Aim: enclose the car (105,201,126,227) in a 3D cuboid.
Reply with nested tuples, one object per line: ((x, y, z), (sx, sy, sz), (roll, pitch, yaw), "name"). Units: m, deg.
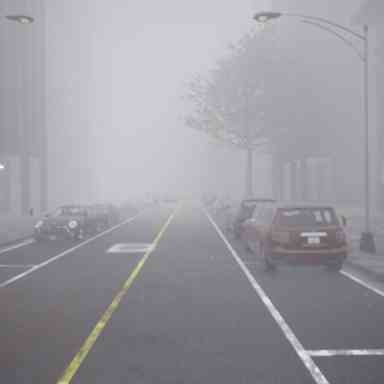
((-5.778, 1.405, 21.325), (1.887, 1.381, 4.507), (-1, 1, 0), "car")

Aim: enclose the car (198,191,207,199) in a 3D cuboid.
((2.548, 0.784, 55.193), (2.192, 1.841, 5.009), (-1, 0, 0), "car")

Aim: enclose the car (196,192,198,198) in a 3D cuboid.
((2.454, 0.913, 72.113), (1.947, 1.339, 4.313), (-1, 0, 0), "car")

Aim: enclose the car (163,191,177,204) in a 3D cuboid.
((-3.286, 1.043, 51.604), (1.882, 1.535, 5.008), (-1, 0, 0), "car")

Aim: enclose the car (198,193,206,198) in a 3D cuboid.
((2.389, 0.851, 83.391), (1.802, 1.307, 4.206), (-1, 0, 0), "car")

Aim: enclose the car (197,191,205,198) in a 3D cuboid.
((2.354, 0.673, 89.031), (1.967, 1.590, 4.097), (-1, 0, 0), "car")

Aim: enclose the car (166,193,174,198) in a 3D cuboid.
((-6.201, 0.867, 94.625), (1.947, 1.339, 4.313), (-1, 0, 0), "car")

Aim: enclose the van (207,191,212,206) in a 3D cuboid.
((2.679, 0.994, 32.637), (1.690, 1.788, 3.998), (-1, 1, 0), "van")

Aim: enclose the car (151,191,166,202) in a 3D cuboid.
((-6.010, 0.845, 60.793), (2.192, 1.841, 5.009), (-1, 0, 0), "car")

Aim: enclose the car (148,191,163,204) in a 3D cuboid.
((-5.945, 0.928, 49.515), (2.192, 1.841, 5.009), (-1, 0, 0), "car")

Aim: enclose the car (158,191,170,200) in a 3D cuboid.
((-6.074, 0.764, 72.069), (2.192, 1.841, 5.009), (-1, 0, 0), "car")

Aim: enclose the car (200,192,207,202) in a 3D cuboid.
((2.583, 1.076, 49.555), (1.947, 1.339, 4.313), (-1, 0, 0), "car")

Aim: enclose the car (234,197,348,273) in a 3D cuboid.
((2.809, 1.179, 10.080), (2.192, 1.841, 5.009), (-1, 1, 0), "car")

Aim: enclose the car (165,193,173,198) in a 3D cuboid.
((-6.169, 0.901, 88.987), (1.947, 1.339, 4.313), (-1, 0, 0), "car")

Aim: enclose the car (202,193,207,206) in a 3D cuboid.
((2.616, 1.135, 43.917), (1.802, 1.307, 4.206), (-1, 0, 0), "car")

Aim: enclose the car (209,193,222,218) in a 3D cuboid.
((2.713, 1.146, 26.998), (1.967, 1.590, 4.097), (-1, 1, 0), "car")

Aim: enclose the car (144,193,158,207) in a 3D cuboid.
((-5.908, 1.182, 43.709), (1.752, 1.417, 4.829), (-1, 0, 0), "car")

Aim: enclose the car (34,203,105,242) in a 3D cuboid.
((-5.747, 1.353, 15.685), (1.967, 1.590, 4.097), (-1, 1, 0), "car")

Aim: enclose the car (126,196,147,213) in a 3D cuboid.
((-5.843, 1.337, 32.603), (1.802, 1.307, 4.206), (-1, 1, 0), "car")

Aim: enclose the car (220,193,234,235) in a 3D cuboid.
((2.776, 1.126, 15.718), (2.192, 1.841, 5.009), (-1, 1, 0), "car")

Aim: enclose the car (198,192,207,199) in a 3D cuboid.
((2.419, 0.831, 77.923), (1.752, 1.417, 4.829), (-1, 0, 0), "car")
